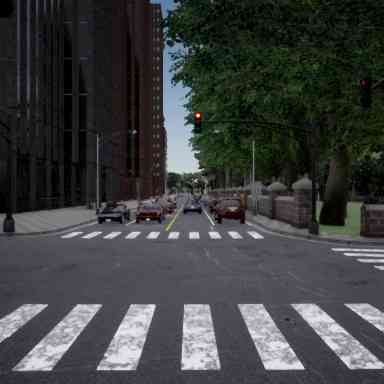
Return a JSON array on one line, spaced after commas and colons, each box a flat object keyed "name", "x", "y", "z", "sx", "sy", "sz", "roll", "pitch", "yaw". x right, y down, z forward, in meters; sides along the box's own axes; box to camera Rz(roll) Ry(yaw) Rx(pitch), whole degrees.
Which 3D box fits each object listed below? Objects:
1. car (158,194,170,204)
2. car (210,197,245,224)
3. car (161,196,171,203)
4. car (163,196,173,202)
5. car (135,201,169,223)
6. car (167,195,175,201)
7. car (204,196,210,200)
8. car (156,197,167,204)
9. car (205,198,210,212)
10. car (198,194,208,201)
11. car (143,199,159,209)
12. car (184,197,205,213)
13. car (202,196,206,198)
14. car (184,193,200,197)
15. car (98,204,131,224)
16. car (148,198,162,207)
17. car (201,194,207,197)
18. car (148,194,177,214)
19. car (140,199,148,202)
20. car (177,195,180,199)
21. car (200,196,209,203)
[{"name": "car", "x": -5.734, "y": 1.375, "z": 68.706, "sx": 2.192, "sy": 1.841, "sz": 5.009, "roll": 0, "pitch": 0, "yaw": 0}, {"name": "car", "x": 2.773, "y": 1.326, "z": 25.056, "sx": 2.192, "sy": 1.841, "sz": 5.009, "roll": 0, "pitch": 0, "yaw": 0}, {"name": "car", "x": -5.732, "y": 1.612, "z": 74.163, "sx": 1.887, "sy": 1.381, "sz": 4.507, "roll": 0, "pitch": 0, "yaw": 0}, {"name": "car", "x": -5.729, "y": 1.620, "z": 79.620, "sx": 1.887, "sy": 1.381, "sz": 4.507, "roll": 0, "pitch": 0, "yaw": 0}, {"name": "car", "x": -3.089, "y": 1.612, "z": 25.495, "sx": 1.895, "sy": 1.301, "sz": 4.718, "roll": 0, "pitch": 0, "yaw": 0}, {"name": "car", "x": -5.725, "y": 1.534, "z": 90.534, "sx": 1.967, "sy": 1.590, "sz": 4.097, "roll": 0, "pitch": 0, "yaw": 0}, {"name": "car", "x": 2.780, "y": 1.579, "z": 41.424, "sx": 2.008, "sy": 1.369, "sz": 4.403, "roll": 0, "pitch": 0, "yaw": 0}, {"name": "car", "x": -5.736, "y": 1.635, "z": 63.249, "sx": 1.802, "sy": 1.307, "sz": 4.206, "roll": 0, "pitch": 0, "yaw": 0}, {"name": "car", "x": 2.778, "y": 1.588, "z": 35.968, "sx": 1.947, "sy": 1.339, "sz": 4.313, "roll": 0, "pitch": 0, "yaw": 0}, {"name": "car", "x": 2.798, "y": 1.400, "z": 85.077, "sx": 2.192, "sy": 1.841, "sz": 5.009, "roll": 0, "pitch": 0, "yaw": 0}, {"name": "car", "x": -5.743, "y": 1.616, "z": 46.878, "sx": 1.802, "sy": 1.307, "sz": 4.206, "roll": 0, "pitch": 0, "yaw": 0}, {"name": "car", "x": 0.082, "y": 1.588, "z": 37.357, "sx": 1.994, "sy": 1.385, "sz": 4.181, "roll": 0, "pitch": 0, "yaw": 0}, {"name": "car", "x": 2.782, "y": 1.585, "z": 46.881, "sx": 2.008, "sy": 1.369, "sz": 4.403, "roll": 0, "pitch": 0, "yaw": 0}, {"name": "car", "x": 0.102, "y": 1.401, "z": 59.949, "sx": 2.097, "sy": 1.767, "sz": 4.553, "roll": 0, "pitch": 0, "yaw": 0}, {"name": "car", "x": -5.752, "y": 1.576, "z": 25.050, "sx": 1.947, "sy": 1.339, "sz": 4.313, "roll": 0, "pitch": 0, "yaw": 0}, {"name": "car", "x": -5.741, "y": 1.623, "z": 52.335, "sx": 1.802, "sy": 1.307, "sz": 4.206, "roll": 0, "pitch": 0, "yaw": 0}, {"name": "car", "x": 2.785, "y": 1.481, "z": 52.338, "sx": 1.967, "sy": 1.590, "sz": 4.097, "roll": 0, "pitch": 0, "yaw": 0}, {"name": "car", "x": -3.083, "y": 1.374, "z": 35.488, "sx": 2.097, "sy": 1.767, "sz": 4.553, "roll": 0, "pitch": 0, "yaw": 1}, {"name": "car", "x": -5.745, "y": 1.579, "z": 41.420, "sx": 2.008, "sy": 1.369, "sz": 4.403, "roll": 0, "pitch": 0, "yaw": 0}, {"name": "car", "x": -3.070, "y": 1.538, "z": 45.721, "sx": 1.837, "sy": 1.490, "sz": 4.892, "roll": 0, "pitch": 0, "yaw": 0}, {"name": "car", "x": 2.794, "y": 1.593, "z": 74.334, "sx": 1.752, "sy": 1.417, "sz": 4.829, "roll": 0, "pitch": 0, "yaw": 0}]
